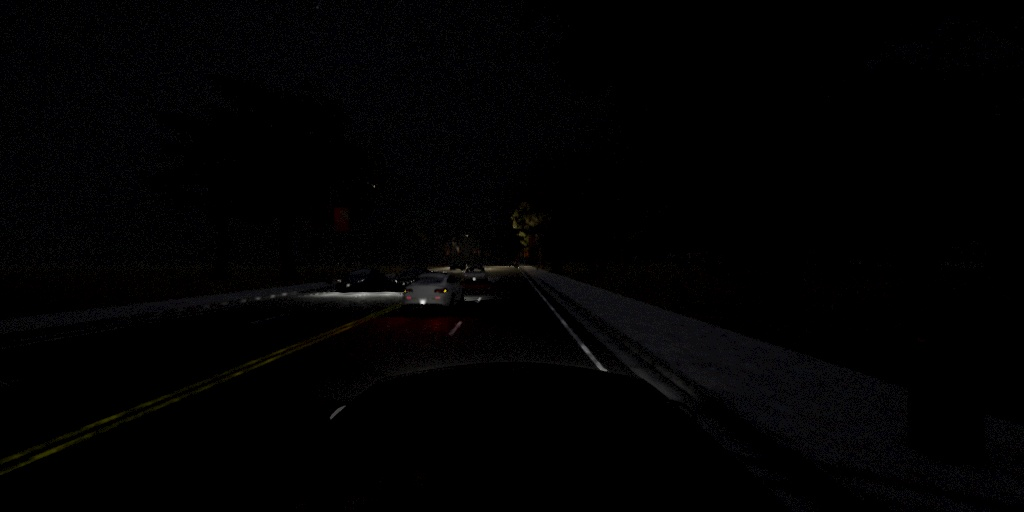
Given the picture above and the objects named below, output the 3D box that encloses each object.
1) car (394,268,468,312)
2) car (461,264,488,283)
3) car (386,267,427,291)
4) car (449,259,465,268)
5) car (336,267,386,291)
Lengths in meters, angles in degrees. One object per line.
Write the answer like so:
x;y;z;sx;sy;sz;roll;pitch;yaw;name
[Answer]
-3.151;1.408;14.987;1.812;1.442;4.674;0;-1;0;car
-3.154;1.655;32.096;1.895;1.301;4.718;0;-1;0;car
-6.598;1.480;24.255;1.837;1.490;4.892;0;-1;0;car
-9.768;1.617;64.064;2.150;2.045;5.566;0;-1;1;car
-9.848;1.497;23.885;1.812;1.442;4.674;0;-1;0;car
